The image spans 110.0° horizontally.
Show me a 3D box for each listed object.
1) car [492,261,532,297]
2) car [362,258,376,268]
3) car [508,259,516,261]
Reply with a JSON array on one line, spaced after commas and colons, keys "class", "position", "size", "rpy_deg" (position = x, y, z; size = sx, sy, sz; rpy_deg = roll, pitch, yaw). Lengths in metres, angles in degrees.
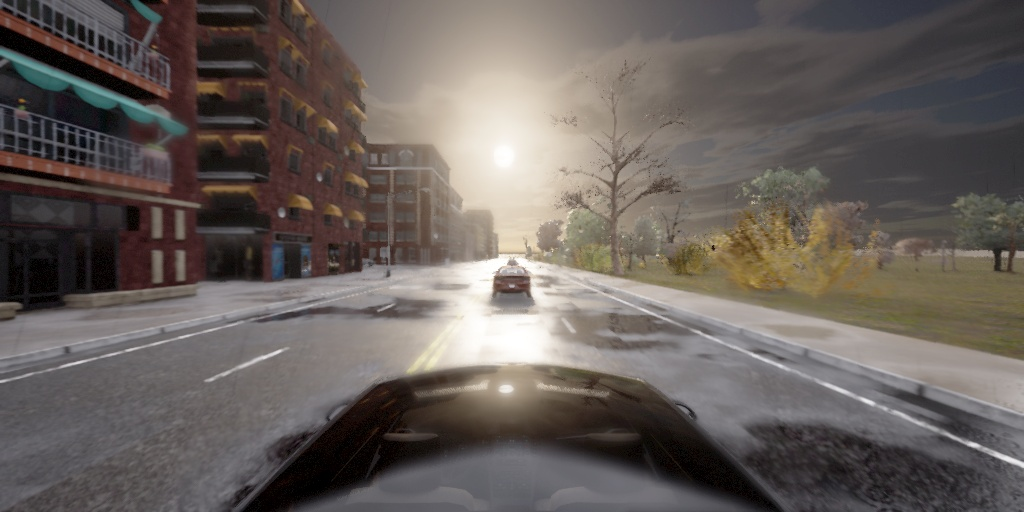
[{"class": "car", "position": [-0.002, 1.240, 19.018], "size": [1.882, 1.535, 5.008], "rpy_deg": [0, 0, 0]}, {"class": "car", "position": [-22.809, 1.017, 53.978], "size": [4.403, 1.370, 2.007], "rpy_deg": [0, 0, -1]}, {"class": "car", "position": [0.099, 1.382, 54.177], "size": [1.895, 1.301, 4.718], "rpy_deg": [1, 0, 0]}]
